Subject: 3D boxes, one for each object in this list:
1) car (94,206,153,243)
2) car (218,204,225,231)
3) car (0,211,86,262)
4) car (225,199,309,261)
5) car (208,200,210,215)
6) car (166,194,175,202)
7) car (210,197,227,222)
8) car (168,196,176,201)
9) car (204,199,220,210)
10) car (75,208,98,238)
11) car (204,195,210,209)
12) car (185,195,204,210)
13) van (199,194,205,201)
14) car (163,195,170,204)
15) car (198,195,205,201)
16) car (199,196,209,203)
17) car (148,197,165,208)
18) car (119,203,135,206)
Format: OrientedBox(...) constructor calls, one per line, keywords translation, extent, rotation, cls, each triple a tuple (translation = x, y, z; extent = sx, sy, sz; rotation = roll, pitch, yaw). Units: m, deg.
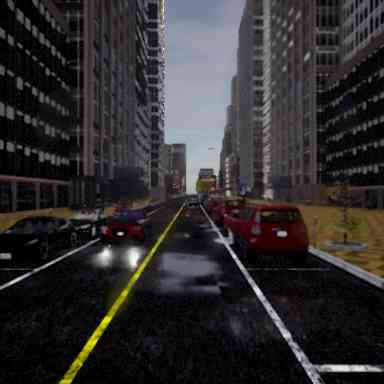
OrientedBox(translation=(-3.089, 1.600, 16.297), extent=(1.994, 1.385, 4.181), rotation=(0, 0, 0), cls="car")
OrientedBox(translation=(2.691, 1.584, 17.881), extent=(1.887, 1.381, 4.507), rotation=(0, 0, 0), cls="car")
OrientedBox(translation=(-5.688, 1.593, 12.340), extent=(1.947, 1.339, 4.313), rotation=(0, 0, 0), cls="car")
OrientedBox(translation=(2.693, 1.342, 12.342), extent=(2.192, 1.841, 5.009), rotation=(0, 0, 0), cls="car")
OrientedBox(translation=(2.690, 1.628, 28.960), extent=(1.947, 1.339, 4.313), rotation=(0, 0, 0), cls="car")
OrientedBox(translation=(-5.697, 1.478, 78.812), extent=(2.192, 1.841, 5.009), rotation=(0, 0, 0), cls="car")
OrientedBox(translation=(2.691, 1.366, 23.421), extent=(2.192, 1.841, 5.009), rotation=(0, 0, 0), cls="car")
OrientedBox(translation=(-5.701, 1.741, 95.430), extent=(1.887, 1.381, 4.507), rotation=(0, 0, 0), cls="car")
OrientedBox(translation=(2.687, 1.648, 45.578), extent=(2.008, 1.369, 4.403), rotation=(0, 0, 0), cls="car")
OrientedBox(translation=(-5.689, 1.590, 17.879), extent=(2.008, 1.369, 4.403), rotation=(0, 0, 0), cls="car")
OrientedBox(translation=(2.690, 1.389, 34.500), extent=(2.192, 1.841, 5.009), rotation=(0, 0, 0), cls="car")
OrientedBox(translation=(0.091, 1.585, 44.545), extent=(2.128, 1.511, 4.902), rotation=(0, 0, 0), cls="car")
OrientedBox(translation=(2.681, 1.526, 89.892), extent=(1.690, 1.788, 3.998), rotation=(0, 0, 0), cls="van")
OrientedBox(translation=(-5.696, 1.713, 62.194), extent=(1.802, 1.307, 4.206), rotation=(0, 0, 0), cls="car")
OrientedBox(translation=(2.680, 1.636, 95.432), extent=(1.967, 1.590, 4.097), rotation=(0, 0, 0), cls="car")
OrientedBox(translation=(2.683, 1.593, 73.274), extent=(1.967, 1.590, 4.097), rotation=(0, 0, 0), cls="car")
OrientedBox(translation=(-5.694, 1.690, 51.115), extent=(1.802, 1.307, 4.206), rotation=(0, 0, 0), cls="car")
OrientedBox(translation=(-5.691, 1.644, 28.958), extent=(1.802, 1.307, 4.206), rotation=(0, 0, 0), cls="car")
